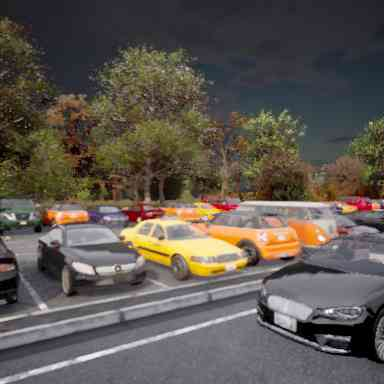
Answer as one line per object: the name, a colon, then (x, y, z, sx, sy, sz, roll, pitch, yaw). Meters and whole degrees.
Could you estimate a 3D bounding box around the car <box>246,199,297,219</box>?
car: (7.681, 1.611, 32.670, 2.185, 1.767, 4.553, 1, 0, -35)

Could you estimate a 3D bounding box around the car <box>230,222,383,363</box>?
car: (3.282, 1.549, 6.024, 4.902, 1.511, 2.128, 1, 0, -35)

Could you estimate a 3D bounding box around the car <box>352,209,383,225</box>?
car: (6.173, 1.675, 15.522, 2.163, 1.488, 4.792, 1, 0, -35)

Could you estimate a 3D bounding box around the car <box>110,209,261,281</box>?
car: (-0.558, 1.567, 10.580, 1.946, 1.575, 5.366, 1, 0, -35)

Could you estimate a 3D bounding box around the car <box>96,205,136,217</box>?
car: (-5.955, 1.634, 23.010, 2.002, 1.452, 4.674, 1, 0, -35)

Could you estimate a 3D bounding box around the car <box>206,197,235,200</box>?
car: (3.166, 1.440, 29.411, 2.435, 2.045, 5.566, 1, 0, -35)

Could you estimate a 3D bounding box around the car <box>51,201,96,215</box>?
car: (-8.210, 1.443, 21.377, 2.185, 1.767, 4.553, 1, 0, -35)

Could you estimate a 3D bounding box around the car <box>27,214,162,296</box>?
car: (-2.941, 1.585, 9.128, 2.002, 1.452, 4.674, 1, 0, -35)

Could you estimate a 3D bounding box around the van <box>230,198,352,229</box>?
van: (3.900, 1.395, 13.810, 1.878, 1.987, 4.442, 1, 0, -35)

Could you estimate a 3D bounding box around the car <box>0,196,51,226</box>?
car: (-10.485, 1.292, 19.775, 2.435, 2.045, 5.566, 1, 0, -35)

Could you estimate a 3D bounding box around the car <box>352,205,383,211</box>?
car: (10.702, 1.733, 18.758, 2.002, 1.452, 4.674, 1, 0, -35)

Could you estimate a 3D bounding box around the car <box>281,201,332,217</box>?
car: (12.265, 1.810, 35.831, 2.163, 1.488, 4.792, 1, 0, -35)

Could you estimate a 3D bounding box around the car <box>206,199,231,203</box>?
car: (0.869, 1.667, 27.829, 2.097, 1.535, 5.008, 1, 0, -35)

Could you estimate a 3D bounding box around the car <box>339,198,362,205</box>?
car: (16.590, 1.820, 39.147, 1.946, 1.575, 5.366, 1, 0, -35)

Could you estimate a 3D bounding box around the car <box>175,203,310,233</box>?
car: (1.627, 1.470, 12.311, 2.185, 1.767, 4.553, 1, 0, -35)

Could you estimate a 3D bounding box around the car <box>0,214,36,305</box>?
car: (-5.210, 1.518, 7.516, 2.097, 1.535, 5.008, 1, 0, -35)

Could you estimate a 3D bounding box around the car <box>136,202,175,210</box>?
car: (-3.675, 1.619, 24.610, 2.097, 1.535, 5.008, 1, 0, -35)

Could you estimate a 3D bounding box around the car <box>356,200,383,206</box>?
car: (12.996, 1.591, 20.336, 2.185, 1.767, 4.553, 1, 0, -35)

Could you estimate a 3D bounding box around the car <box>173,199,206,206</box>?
car: (-1.384, 1.518, 26.194, 2.185, 1.767, 4.553, 1, 0, -35)

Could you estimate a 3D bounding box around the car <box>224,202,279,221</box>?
car: (5.419, 1.716, 31.043, 2.231, 1.521, 4.892, 1, 0, -35)

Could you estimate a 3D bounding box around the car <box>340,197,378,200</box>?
car: (18.957, 1.593, 40.626, 2.435, 2.045, 5.566, 1, 0, -35)
